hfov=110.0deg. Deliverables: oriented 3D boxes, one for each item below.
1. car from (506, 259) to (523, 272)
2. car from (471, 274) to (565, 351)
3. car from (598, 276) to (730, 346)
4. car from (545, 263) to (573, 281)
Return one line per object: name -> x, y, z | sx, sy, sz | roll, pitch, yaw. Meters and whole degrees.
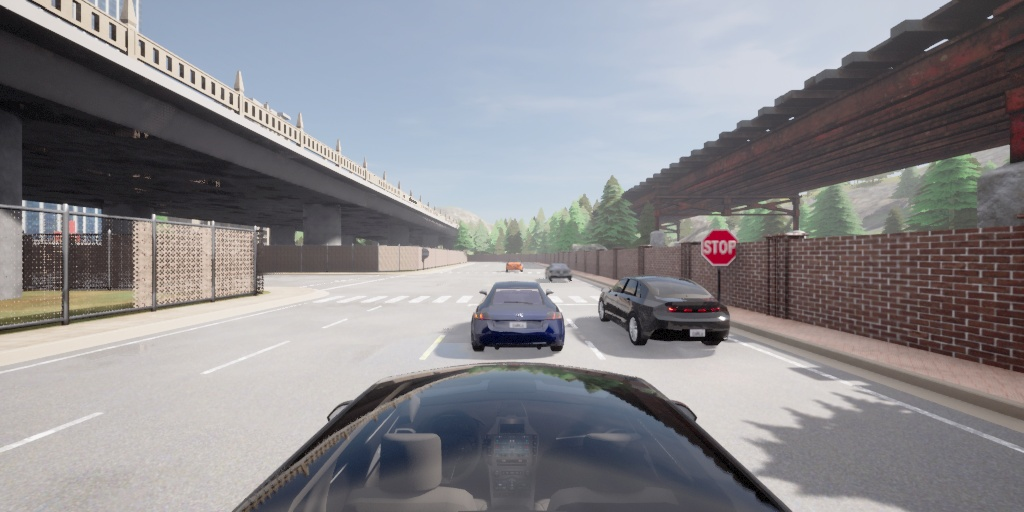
car -> 0.272, 1.102, 45.551 | 2.097, 1.767, 4.553 | 0, 0, 0
car -> 0.117, 1.314, 8.987 | 1.994, 1.385, 4.181 | 0, 0, 0
car -> 3.620, 1.255, 9.412 | 1.837, 1.490, 4.892 | 0, 0, 0
car -> 3.808, 1.298, 29.773 | 2.033, 1.411, 5.357 | 0, 0, 1
